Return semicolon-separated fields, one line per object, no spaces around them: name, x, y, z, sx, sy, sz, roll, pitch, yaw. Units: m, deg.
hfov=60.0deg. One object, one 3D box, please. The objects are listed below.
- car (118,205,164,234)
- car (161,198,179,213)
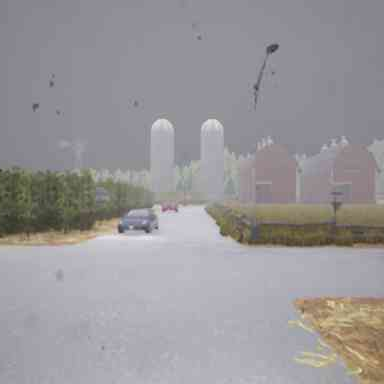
car;-3.255;1.768;21.092;1.812;1.442;4.674;0;-1;4
car;-3.100;1.903;47.557;2.150;2.045;5.566;0;-1;0
